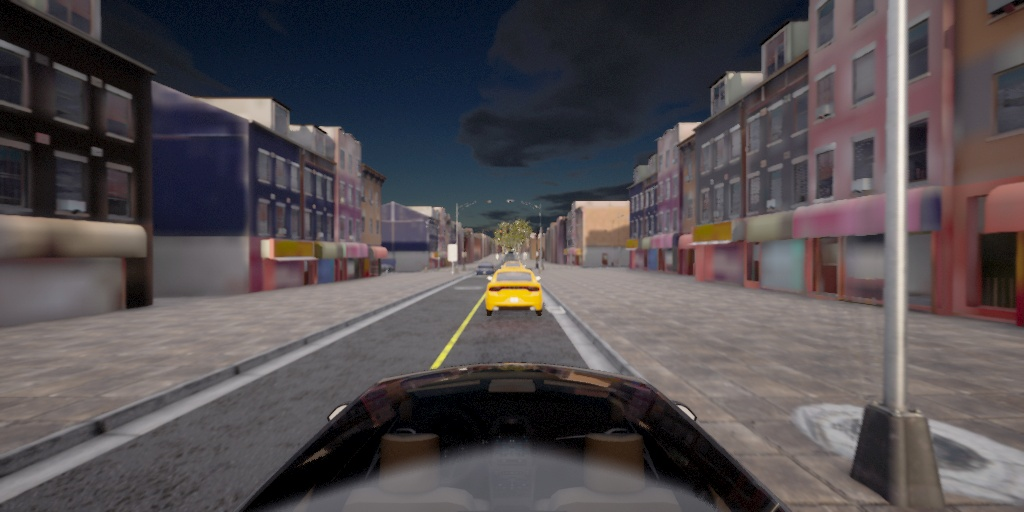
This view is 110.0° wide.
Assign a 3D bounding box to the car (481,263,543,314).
[{"bbox_3d":[0.074,1.202,13.574,1.882,1.535,5.008,0,0,0],"label":"car"}]

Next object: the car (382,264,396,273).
[{"bbox_3d":[-20.364,1.936,55.709,4.403,1.370,2.007,0,0,0],"label":"car"}]

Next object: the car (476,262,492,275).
[{"bbox_3d":[-2.817,1.350,39.546,2.033,1.411,5.357,0,-1,0],"label":"car"}]
